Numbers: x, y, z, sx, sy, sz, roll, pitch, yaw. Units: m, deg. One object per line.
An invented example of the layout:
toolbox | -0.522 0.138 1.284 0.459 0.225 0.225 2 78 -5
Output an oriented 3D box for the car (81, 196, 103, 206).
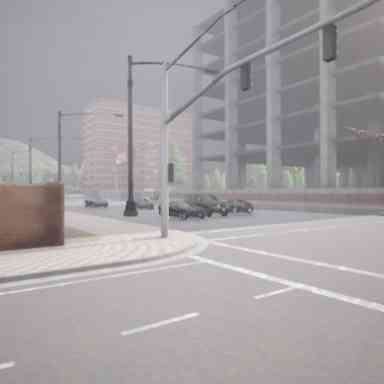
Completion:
car | -16.893 1.471 56.036 2.033 1.411 5.357 0 0 -35

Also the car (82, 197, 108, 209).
car | -12.563 1.410 43.594 1.882 1.535 5.008 0 0 -35

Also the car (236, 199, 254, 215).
car | 3.917 1.406 32.585 1.837 1.490 4.892 0 0 -35

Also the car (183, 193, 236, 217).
car | 1.085 1.140 30.177 2.150 2.045 5.566 0 0 -35

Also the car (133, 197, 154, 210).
car | -6.442 1.418 40.935 1.837 1.490 4.892 0 1 -35

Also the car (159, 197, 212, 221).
car | -0.854 1.411 26.852 1.882 1.535 5.008 0 0 -35
